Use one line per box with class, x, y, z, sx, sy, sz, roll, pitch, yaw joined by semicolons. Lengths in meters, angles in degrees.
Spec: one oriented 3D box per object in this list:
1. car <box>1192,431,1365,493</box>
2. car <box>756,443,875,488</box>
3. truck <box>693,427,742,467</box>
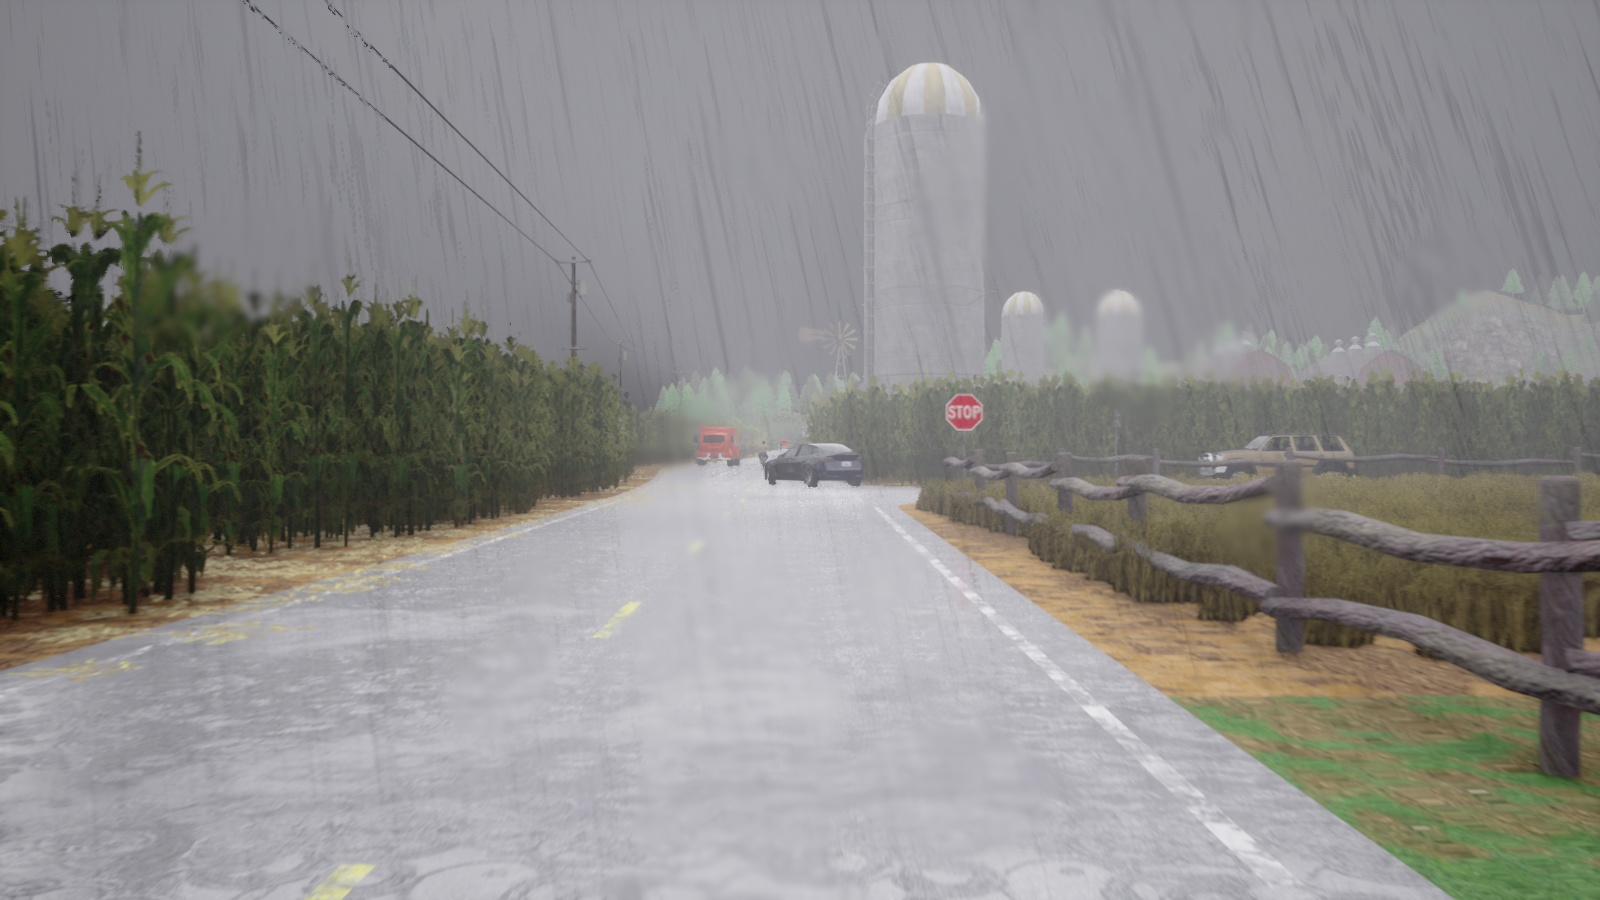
car;14.730;0.356;38.841;4.605;1.855;1.932;0;0;0
car;0.458;0.500;43.751;2.163;1.488;4.792;0;0;-27
truck;-5.295;-0.203;81.346;2.627;2.467;5.204;0;0;2
